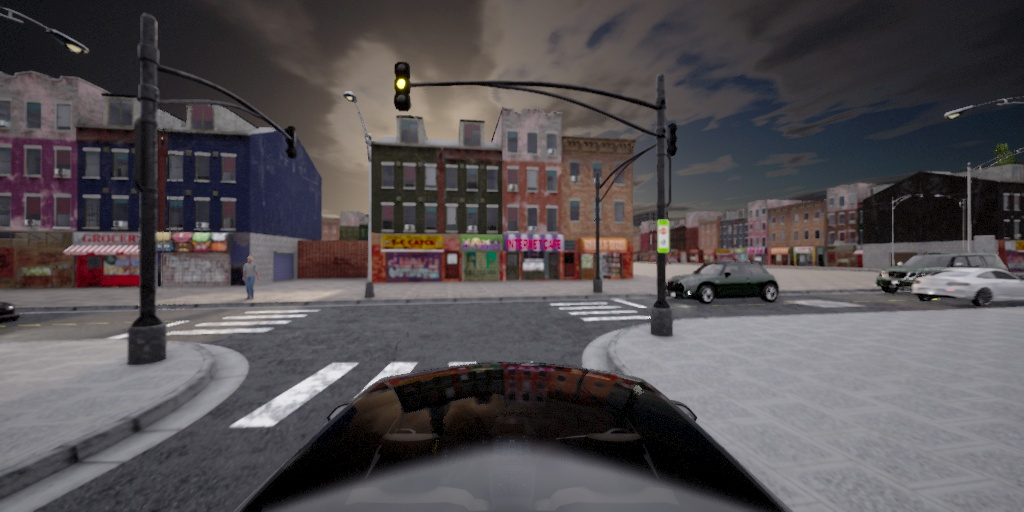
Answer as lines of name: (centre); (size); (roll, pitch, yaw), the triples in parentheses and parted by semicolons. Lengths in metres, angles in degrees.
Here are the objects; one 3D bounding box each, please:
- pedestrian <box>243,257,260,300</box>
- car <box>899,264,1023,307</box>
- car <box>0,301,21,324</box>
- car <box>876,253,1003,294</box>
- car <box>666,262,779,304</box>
pedestrian: (-11.207, 0.923, 15.378); (0.375, 1.860, 0.375); (0, 0, -9)
car: (18.660, 1.186, 14.380); (4.674, 1.442, 1.812); (0, 0, -9)
car: (-16.003, 1.327, 8.652); (5.357, 1.411, 2.033); (0, 0, -9)
car: (21.228, 0.880, 17.735); (5.566, 2.045, 2.150); (-1, 0, -9)
car: (9.075, 1.053, 15.722); (4.553, 1.767, 2.097); (0, 0, -10)
